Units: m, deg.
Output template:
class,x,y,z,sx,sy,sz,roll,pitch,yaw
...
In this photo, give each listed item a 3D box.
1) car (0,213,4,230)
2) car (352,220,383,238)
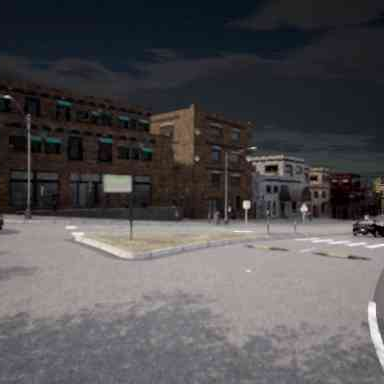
class,x,y,z,sx,sy,sz,roll,pitch,yaw
car,-12.377,1.398,18.627,4.892,1.490,1.837,1,-2,35
car,16.269,3.300,30.503,1.882,1.535,5.008,0,-4,41
